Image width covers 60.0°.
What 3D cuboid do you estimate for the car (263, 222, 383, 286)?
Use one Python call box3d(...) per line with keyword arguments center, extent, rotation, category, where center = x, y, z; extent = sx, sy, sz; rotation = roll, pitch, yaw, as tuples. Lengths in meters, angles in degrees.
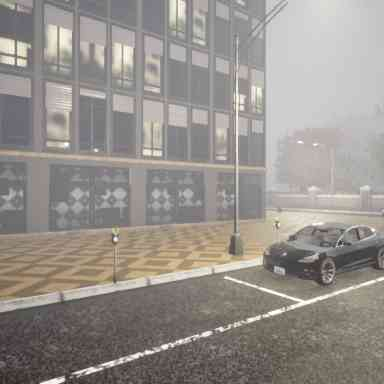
box3d(center=(3.930, 1.562, 9.447), extent=(4.313, 1.339, 1.947), rotation=(0, 0, -35), category="car")
